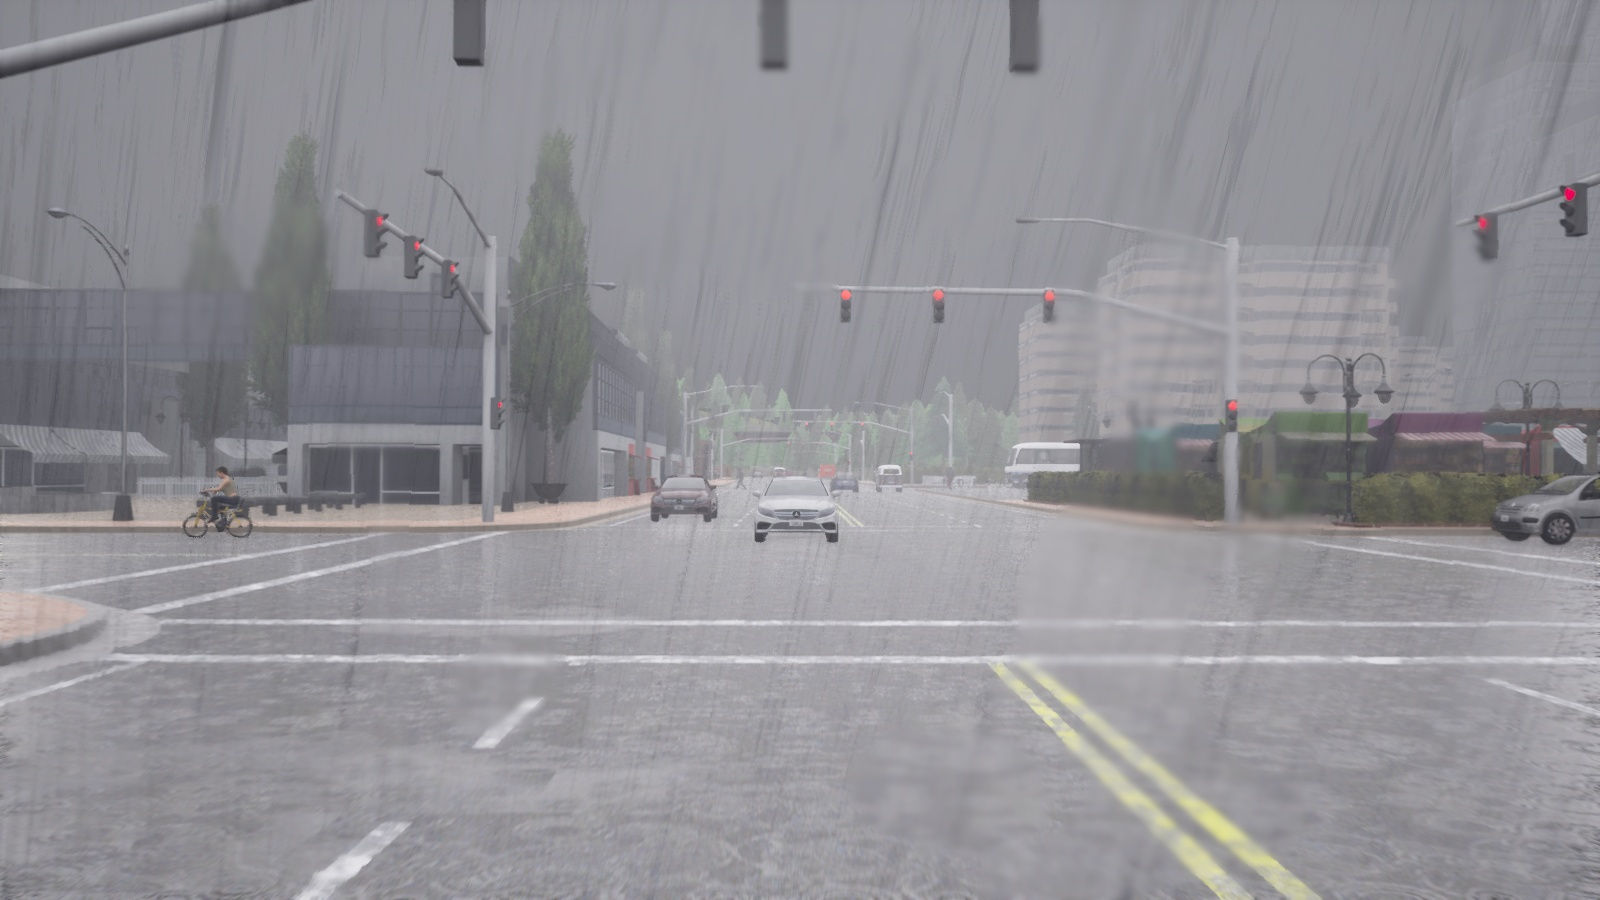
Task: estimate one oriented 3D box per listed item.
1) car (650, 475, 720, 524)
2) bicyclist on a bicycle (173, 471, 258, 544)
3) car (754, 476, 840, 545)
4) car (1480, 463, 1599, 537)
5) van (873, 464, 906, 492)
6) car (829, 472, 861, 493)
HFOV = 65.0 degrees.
[{"bbox_3d":[-3.597,1.522,39.888,1.812,1.442,4.674,0,-1,0],"label":"car"},{"bbox_3d":[-13.042,1.273,28.068,1.509,1.612,0.866,0,-1,-5],"label":"bicyclist on a bicycle"},{"bbox_3d":[-0.071,1.324,28.898,1.812,1.442,4.674,0,-1,0],"label":"car"},{"bbox_3d":[18.020,1.121,28.678,3.988,1.617,1.851,0,-1,-2],"label":"car"},{"bbox_3d":[6.721,2.097,94.732,2.069,2.038,4.480,0,-1,-1],"label":"van"},{"bbox_3d":[3.256,2.342,92.052,2.163,1.488,4.792,0,-1,-1],"label":"car"}]
